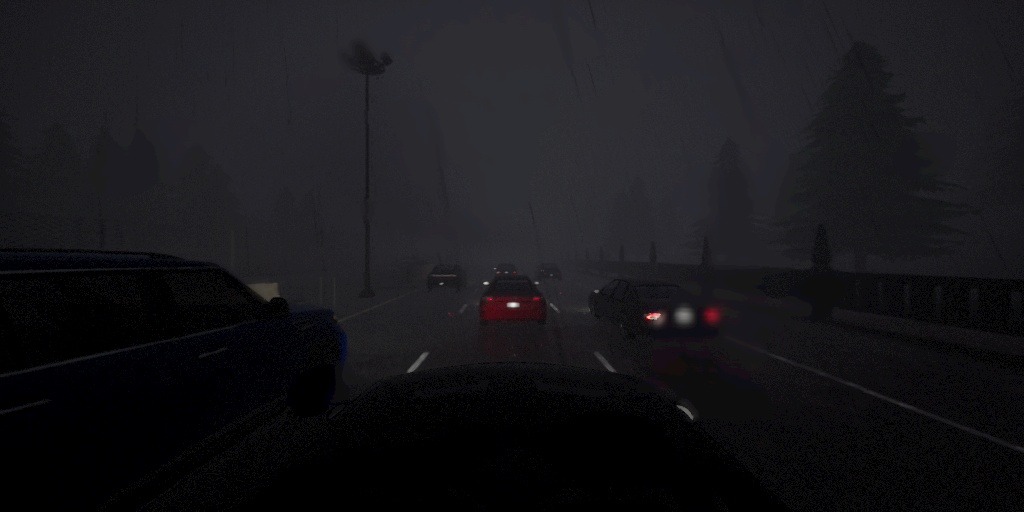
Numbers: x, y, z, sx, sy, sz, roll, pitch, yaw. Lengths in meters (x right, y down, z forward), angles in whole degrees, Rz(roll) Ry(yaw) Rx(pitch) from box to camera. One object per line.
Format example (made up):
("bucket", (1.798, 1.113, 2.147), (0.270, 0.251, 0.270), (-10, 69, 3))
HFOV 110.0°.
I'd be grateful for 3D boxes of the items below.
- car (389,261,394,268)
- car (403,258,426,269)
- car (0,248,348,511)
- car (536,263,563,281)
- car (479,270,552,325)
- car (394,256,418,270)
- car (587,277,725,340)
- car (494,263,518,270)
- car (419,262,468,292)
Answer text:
("car", (-18.837, 1.322, 59.503), (1.994, 1.385, 4.181), (0, 0, -1))
("car", (-11.536, 1.304, 44.783), (2.033, 1.411, 5.357), (0, 0, -1))
("car", (-3.405, 0.972, 2.736), (2.150, 2.045, 5.566), (0, 0, 0))
("car", (3.022, 1.280, 30.229), (1.812, 1.442, 4.674), (0, 0, -1))
("car", (-0.004, 1.316, 11.855), (1.994, 1.385, 4.181), (0, 0, -1))
("car", (-15.200, 0.978, 53.150), (2.150, 2.045, 5.566), (0, 0, -1))
("car", (3.541, 1.299, 9.959), (2.033, 1.411, 5.357), (0, 0, -1))
("car", (-0.480, 1.302, 29.658), (2.033, 1.411, 5.357), (0, 0, -1))
("car", (-3.755, 1.245, 21.194), (2.128, 1.511, 4.902), (0, 0, -2))
